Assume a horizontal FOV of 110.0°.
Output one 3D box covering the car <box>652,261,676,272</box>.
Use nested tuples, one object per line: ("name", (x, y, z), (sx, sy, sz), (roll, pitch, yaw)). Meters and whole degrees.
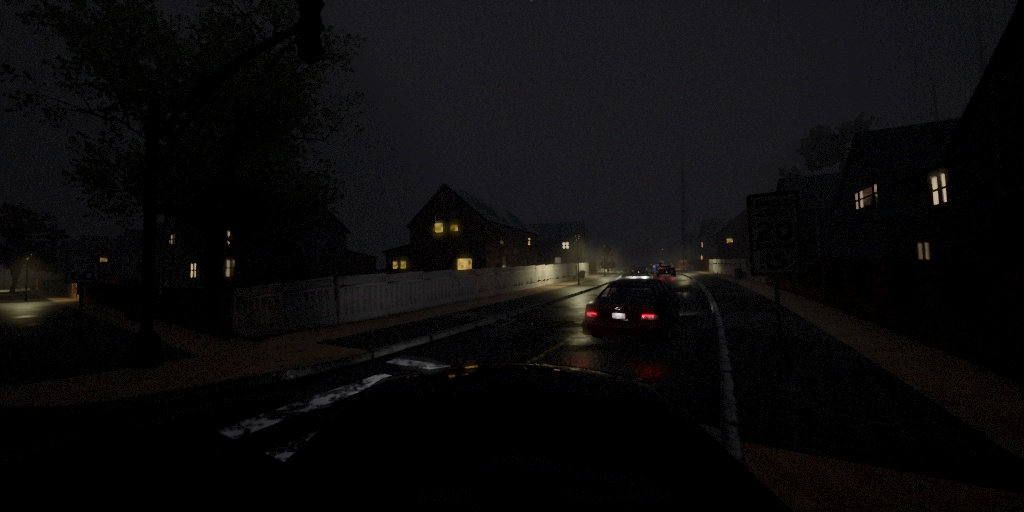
("car", (16.838, 1.472, 39.368), (2.128, 1.511, 4.902), (-2, -1, 20))

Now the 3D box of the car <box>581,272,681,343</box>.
("car", (3.471, 1.327, 9.844), (2.033, 1.411, 5.357), (-3, -1, 28))

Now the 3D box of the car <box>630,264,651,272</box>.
("car", (15.259, 1.668, 43.104), (1.994, 1.385, 4.181), (-2, -1, 20))
